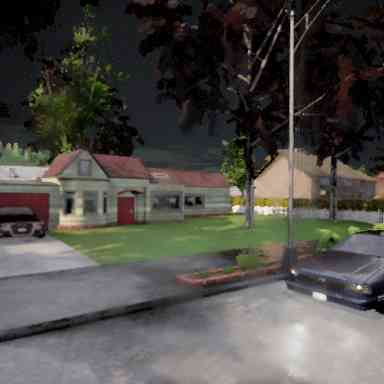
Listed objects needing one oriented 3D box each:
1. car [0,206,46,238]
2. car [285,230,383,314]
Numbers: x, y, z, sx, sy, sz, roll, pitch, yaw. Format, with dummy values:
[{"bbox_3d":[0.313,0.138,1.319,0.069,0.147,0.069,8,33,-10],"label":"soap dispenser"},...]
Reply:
[{"bbox_3d":[-7.948,1.334,14.900,1.994,1.381,4.181,1,-1,-36],"label":"car"},{"bbox_3d":[4.626,1.658,7.977,5.357,1.411,2.033,1,-1,-36],"label":"car"}]
